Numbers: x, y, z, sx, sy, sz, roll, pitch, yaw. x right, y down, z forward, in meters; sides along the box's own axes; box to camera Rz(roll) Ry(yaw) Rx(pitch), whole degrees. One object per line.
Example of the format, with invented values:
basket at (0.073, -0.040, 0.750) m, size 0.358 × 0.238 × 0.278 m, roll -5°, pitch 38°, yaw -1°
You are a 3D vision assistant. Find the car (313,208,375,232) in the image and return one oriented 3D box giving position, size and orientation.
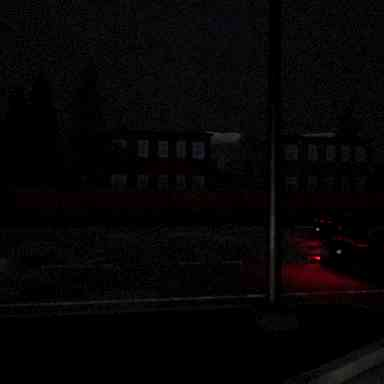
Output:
car at (8.734, 1.623, 17.147) m, size 4.892 × 1.490 × 1.837 m, roll 0°, pitch 0°, yaw -8°

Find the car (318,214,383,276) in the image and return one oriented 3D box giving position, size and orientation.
car at (6.594, 1.554, 9.754) m, size 5.008 × 1.535 × 1.882 m, roll 1°, pitch 0°, yaw -8°

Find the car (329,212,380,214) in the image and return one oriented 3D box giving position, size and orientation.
car at (8.148, 1.664, 13.524) m, size 4.181 × 1.385 × 1.994 m, roll 0°, pitch 0°, yaw -8°
